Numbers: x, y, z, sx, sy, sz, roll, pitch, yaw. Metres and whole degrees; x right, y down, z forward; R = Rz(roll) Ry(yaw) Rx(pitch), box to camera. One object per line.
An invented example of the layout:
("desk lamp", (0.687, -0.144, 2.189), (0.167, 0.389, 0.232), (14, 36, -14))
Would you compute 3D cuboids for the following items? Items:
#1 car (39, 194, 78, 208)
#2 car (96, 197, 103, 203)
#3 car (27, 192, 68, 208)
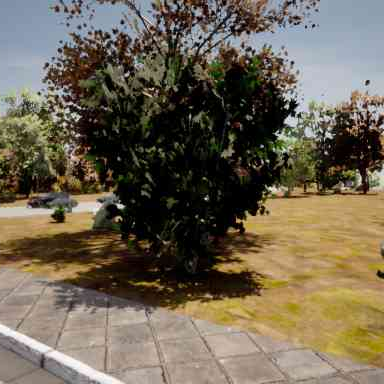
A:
("car", (-17.022, 1.400, 43.329), (1.994, 1.385, 4.181), (0, 2, 39))
("car", (-12.858, 0.971, 54.024), (2.033, 1.411, 5.357), (0, 3, 39))
("car", (-19.565, 1.060, 45.758), (2.150, 2.045, 5.566), (0, 2, 39))
